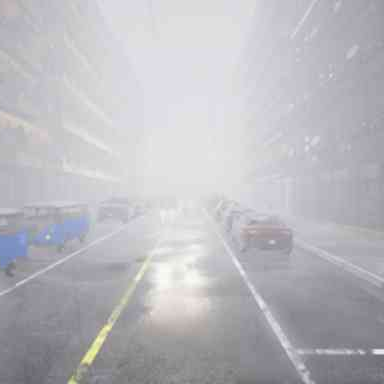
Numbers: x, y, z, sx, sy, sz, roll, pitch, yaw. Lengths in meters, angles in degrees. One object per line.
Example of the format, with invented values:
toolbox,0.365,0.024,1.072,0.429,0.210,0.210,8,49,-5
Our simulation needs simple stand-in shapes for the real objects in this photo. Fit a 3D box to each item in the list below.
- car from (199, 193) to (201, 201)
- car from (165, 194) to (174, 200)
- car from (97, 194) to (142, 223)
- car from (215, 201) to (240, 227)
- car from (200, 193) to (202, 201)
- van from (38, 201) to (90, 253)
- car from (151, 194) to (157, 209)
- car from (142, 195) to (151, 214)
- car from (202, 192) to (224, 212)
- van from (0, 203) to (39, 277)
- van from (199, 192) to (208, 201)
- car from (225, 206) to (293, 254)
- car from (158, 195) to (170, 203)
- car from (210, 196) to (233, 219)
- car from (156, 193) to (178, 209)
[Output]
car,2.531,1.295,57.203,1.802,1.307,4.206,1,0,0
car,-5.323,1.237,79.380,1.802,1.307,4.206,1,0,0
car,-5.298,1.174,24.072,2.192,1.841,5.009,1,0,0
car,2.579,1.433,18.484,1.887,1.381,4.507,1,0,0
car,2.538,1.195,46.140,1.967,1.590,4.097,1,0,0
van,-5.295,1.260,13.012,1.690,1.788,3.998,1,0,0
car,-5.309,1.343,40.666,1.947,1.339,4.313,1,0,0
car,-5.299,1.145,29.602,2.192,1.841,5.009,1,0,0
car,2.545,1.118,35.076,2.192,1.841,5.009,1,0,0
van,-5.293,1.292,7.480,1.690,1.788,3.998,2,0,0
van,2.530,1.008,73.796,1.690,1.788,3.998,1,0,0
car,2.581,1.464,12.954,1.887,1.381,4.507,1,0,0
car,-5.317,1.240,62.787,1.887,1.381,4.507,1,0,0
car,2.587,1.299,24.015,1.967,1.590,4.097,1,0,0
car,-2.761,1.271,40.398,2.128,1.511,4.902,0,0,0
